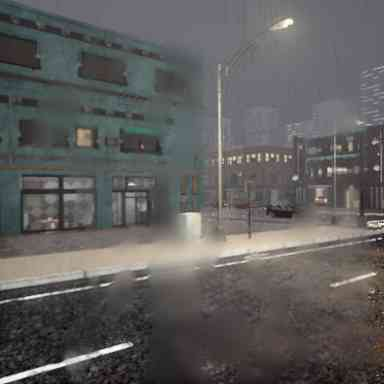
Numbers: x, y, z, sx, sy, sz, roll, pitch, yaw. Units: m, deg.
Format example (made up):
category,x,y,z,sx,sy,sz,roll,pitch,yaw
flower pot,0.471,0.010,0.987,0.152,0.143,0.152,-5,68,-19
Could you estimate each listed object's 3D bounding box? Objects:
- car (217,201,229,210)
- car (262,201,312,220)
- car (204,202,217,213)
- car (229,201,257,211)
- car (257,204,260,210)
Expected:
category,x,y,z,sx,sy,sz,roll,pitch,yaw
car,4.417,1.969,51.084,1.802,1.307,4.206,-1,0,-35
car,8.752,1.817,30.338,1.947,1.339,4.313,-1,0,-35
car,0.798,1.848,41.712,1.967,1.590,4.097,-1,0,-35
car,7.627,1.907,46.575,1.802,1.307,4.206,-1,0,-35
car,10.837,1.813,42.066,2.008,1.369,4.403,-2,0,-35
